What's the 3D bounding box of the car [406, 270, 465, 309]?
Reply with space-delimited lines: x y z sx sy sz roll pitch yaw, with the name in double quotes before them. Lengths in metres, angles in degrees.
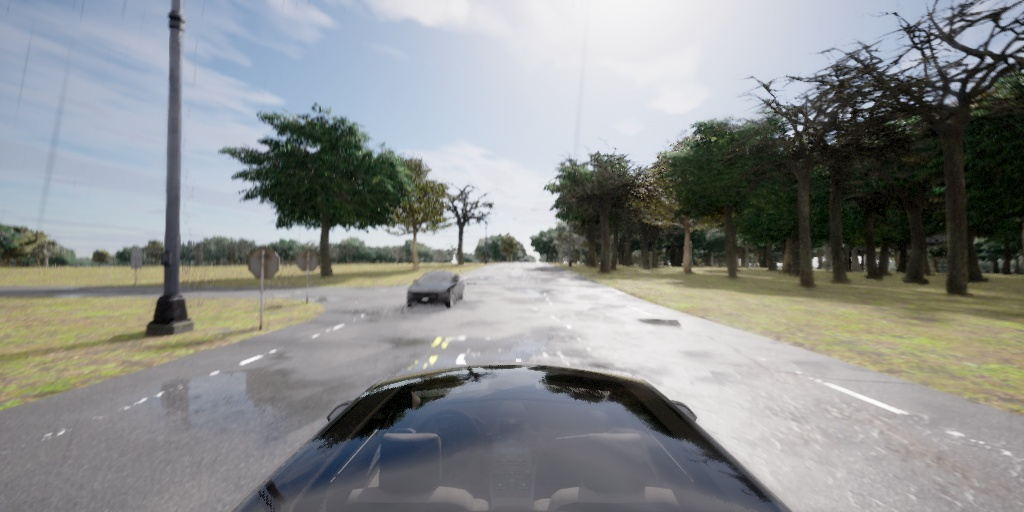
"car" -3.390 1.432 16.673 1.882 1.535 5.008 0 0 1
